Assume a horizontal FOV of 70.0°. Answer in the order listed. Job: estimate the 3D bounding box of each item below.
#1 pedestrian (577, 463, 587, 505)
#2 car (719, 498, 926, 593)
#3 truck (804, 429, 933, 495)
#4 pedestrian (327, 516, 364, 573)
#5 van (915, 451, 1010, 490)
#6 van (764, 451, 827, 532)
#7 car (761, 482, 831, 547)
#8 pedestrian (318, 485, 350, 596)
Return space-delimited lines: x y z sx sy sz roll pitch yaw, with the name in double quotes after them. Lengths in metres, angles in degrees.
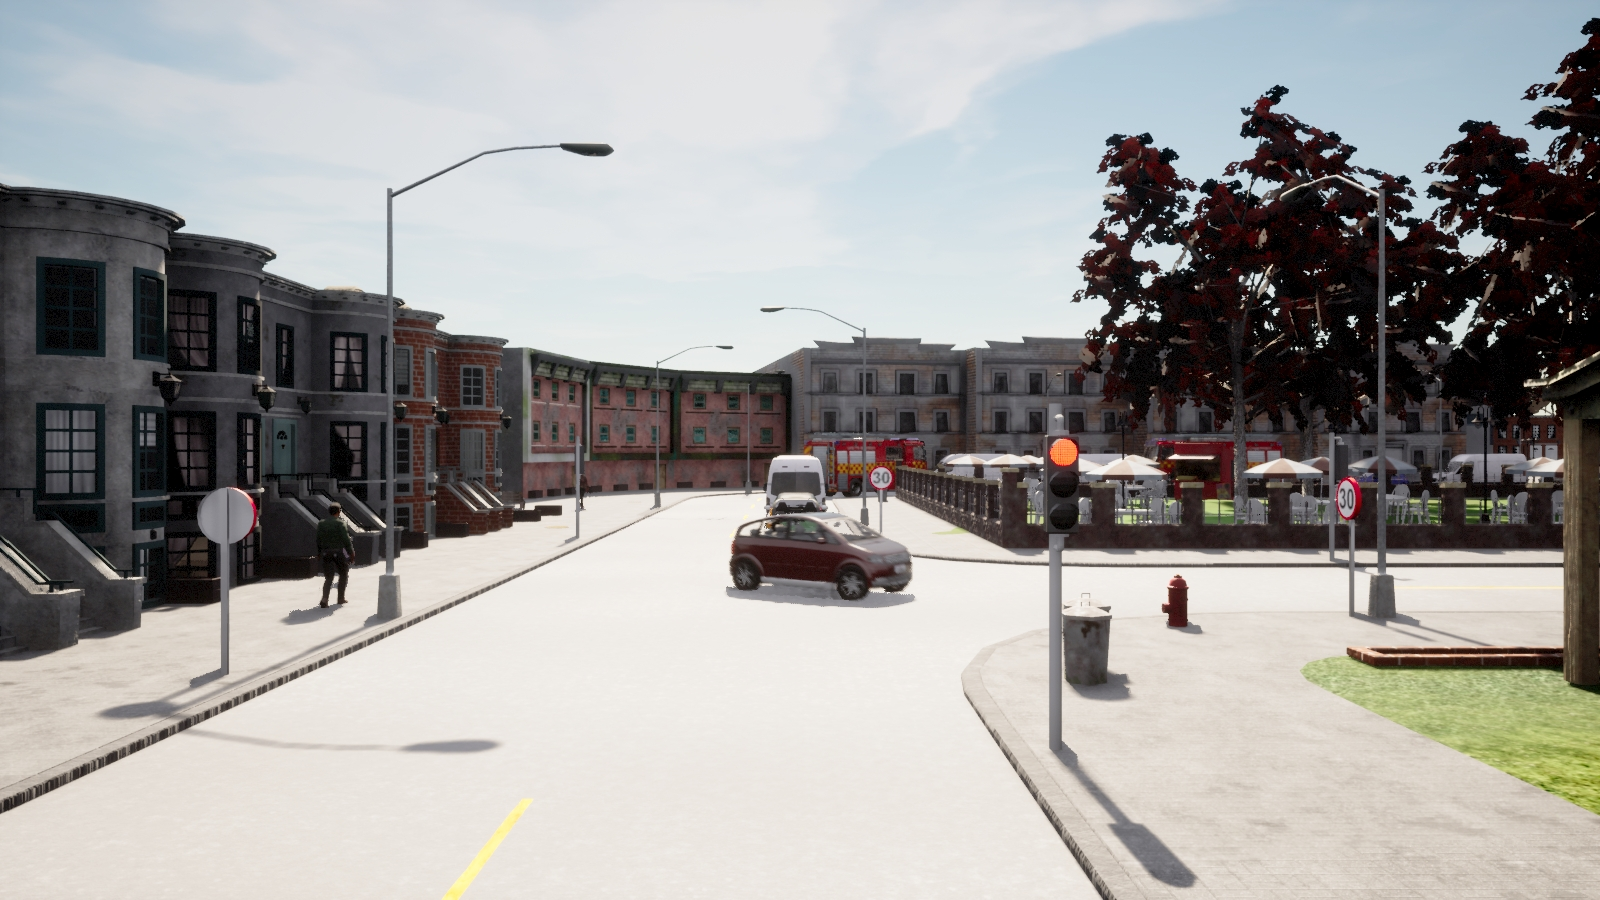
-9.816 1.525 51.465 0.375 1.860 0.375 0 0 1 "pedestrian"
0.412 1.805 22.525 3.705 1.549 1.789 0 1 36 "car"
4.295 0.672 70.228 8.468 3.827 2.891 0 0 -43 "truck"
-9.183 1.904 23.090 0.500 1.100 0.500 0 0 8 "pedestrian"
10.550 1.314 74.428 5.915 2.561 1.988 0 0 0 "van"
-0.147 1.315 39.074 1.988 2.561 5.915 0 0 0 "van"
-0.119 1.779 32.373 1.851 1.617 3.988 0 0 0 "car"
-7.938 1.524 19.467 0.375 1.860 0.375 0 0 5 "pedestrian"
